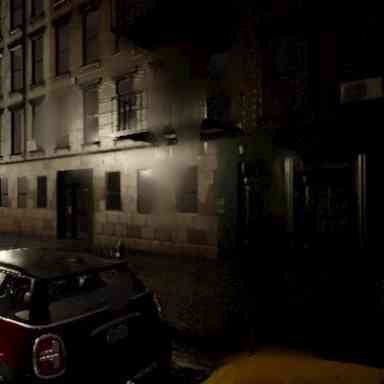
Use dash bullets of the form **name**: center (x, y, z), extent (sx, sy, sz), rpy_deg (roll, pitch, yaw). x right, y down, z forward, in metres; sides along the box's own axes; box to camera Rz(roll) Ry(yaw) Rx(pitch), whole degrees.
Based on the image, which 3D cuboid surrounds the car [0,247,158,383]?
- **car**: center (-2.330, 1.481, 4.497), extent (4.097, 1.590, 1.967), rpy_deg (-1, 0, 35)

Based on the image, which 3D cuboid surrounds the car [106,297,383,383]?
- **car**: center (1.937, 1.518, 1.462), extent (4.829, 1.417, 1.752), rpy_deg (-1, 0, 35)
